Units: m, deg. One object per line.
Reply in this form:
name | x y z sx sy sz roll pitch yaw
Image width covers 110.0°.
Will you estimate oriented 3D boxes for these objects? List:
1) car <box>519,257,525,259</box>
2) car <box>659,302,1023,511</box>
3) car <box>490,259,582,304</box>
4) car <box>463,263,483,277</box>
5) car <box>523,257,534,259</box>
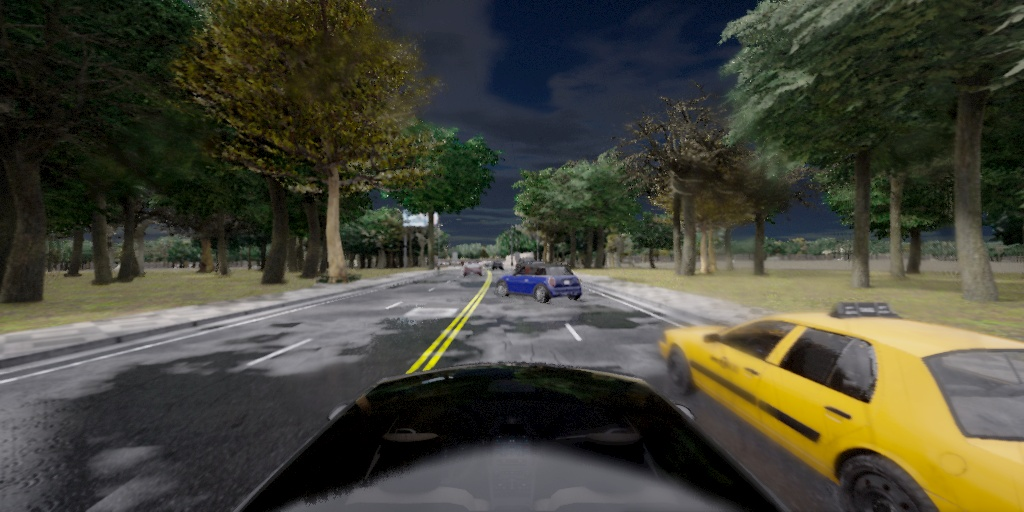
car | 1.829 1.209 47.794 2.150 2.045 5.566 0 0 -7
car | 3.249 1.212 3.611 1.801 1.575 5.366 0 0 0
car | 1.142 1.155 17.158 2.097 1.767 4.553 0 0 -35
car | -4.088 1.446 37.900 1.812 1.442 4.674 0 0 -3
car | 2.612 1.257 36.642 2.097 1.767 4.553 0 0 -3
